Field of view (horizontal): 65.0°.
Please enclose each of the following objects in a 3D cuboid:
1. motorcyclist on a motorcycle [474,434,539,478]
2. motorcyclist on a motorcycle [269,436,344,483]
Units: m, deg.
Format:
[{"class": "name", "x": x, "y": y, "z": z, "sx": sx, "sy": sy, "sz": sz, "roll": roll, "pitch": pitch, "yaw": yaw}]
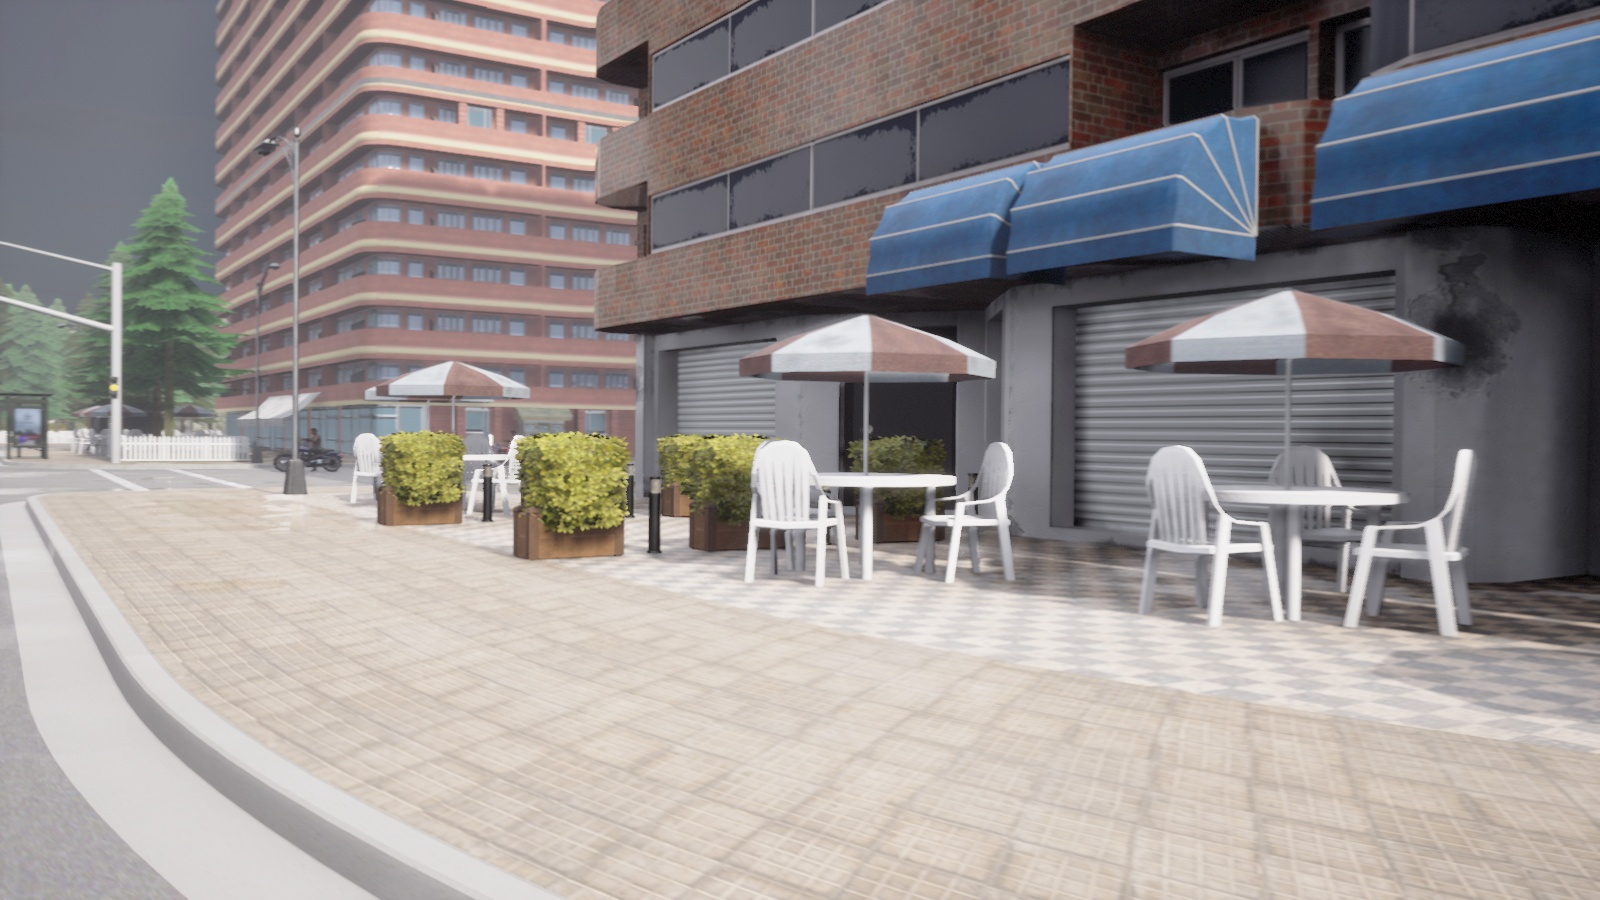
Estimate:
[{"class": "motorcyclist on a motorcycle", "x": -11.477, "y": 0.226, "z": 49.130, "sx": 2.350, "sy": 1.649, "sz": 0.766, "roll": -1, "pitch": 1, "yaw": -33}, {"class": "motorcyclist on a motorcycle", "x": -17.701, "y": 0.327, "z": 45.060, "sx": 2.350, "sy": 1.649, "sz": 0.766, "roll": -1, "pitch": 1, "yaw": -33}]
